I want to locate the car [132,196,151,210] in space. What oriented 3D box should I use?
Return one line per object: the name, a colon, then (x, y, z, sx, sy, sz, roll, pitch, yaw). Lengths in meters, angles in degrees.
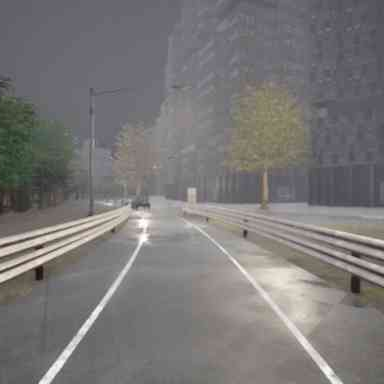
car: (-7.969, 1.673, 52.105, 2.150, 2.045, 5.566, 0, -1, -19)
